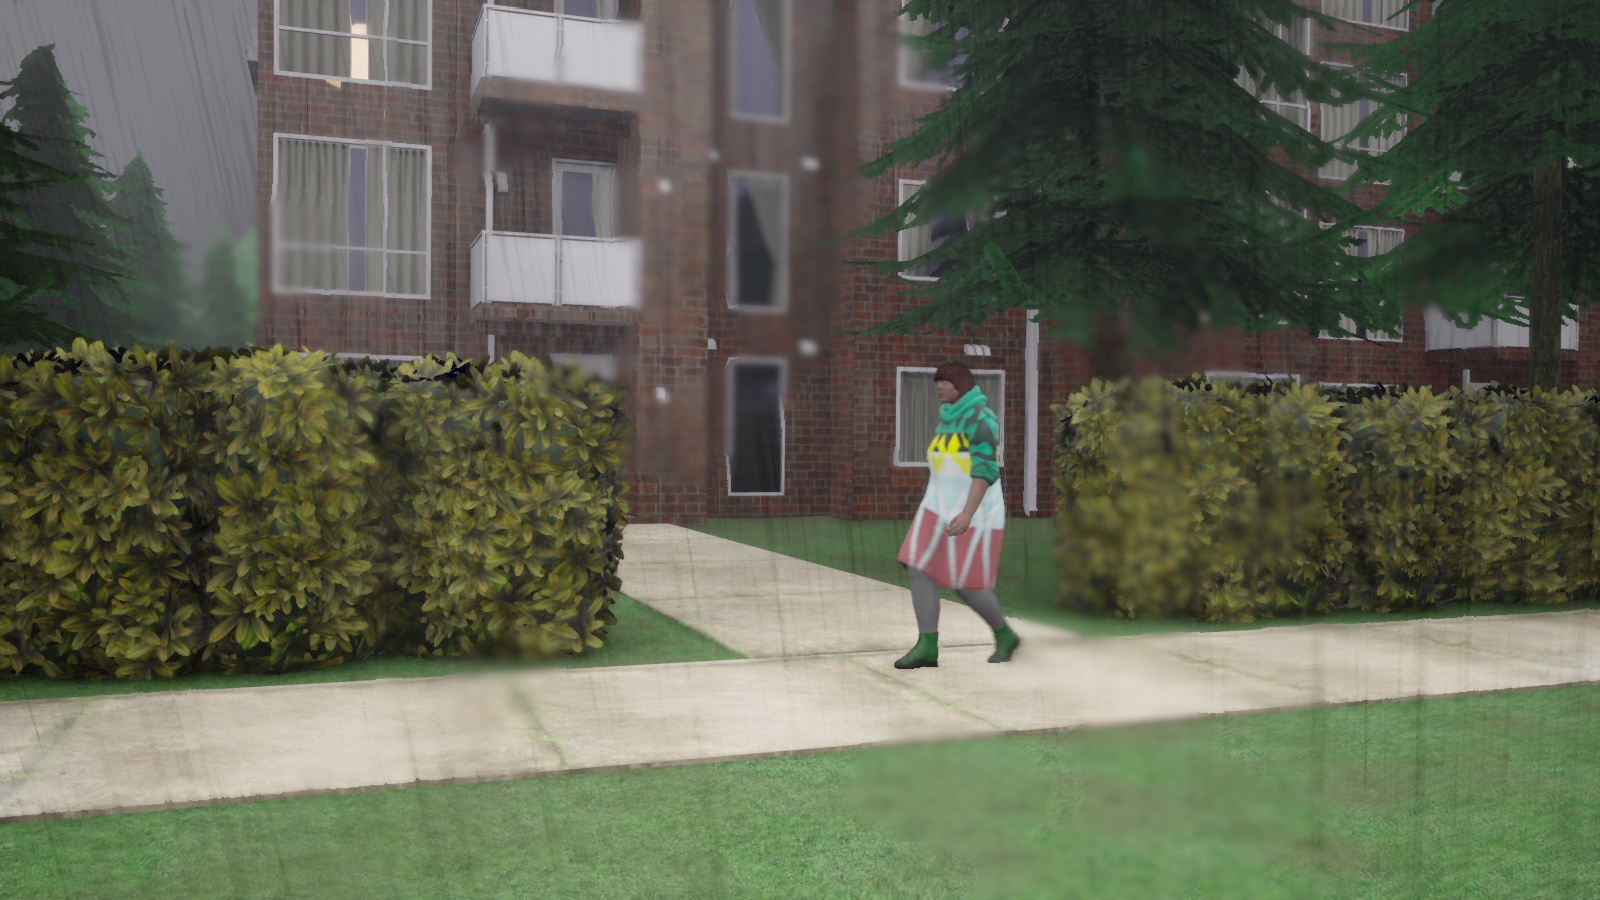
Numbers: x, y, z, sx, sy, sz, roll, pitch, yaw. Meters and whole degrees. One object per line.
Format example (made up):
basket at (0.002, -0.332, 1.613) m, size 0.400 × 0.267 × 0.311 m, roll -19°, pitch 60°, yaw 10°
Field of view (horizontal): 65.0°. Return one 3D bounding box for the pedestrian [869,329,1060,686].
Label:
pedestrian at (0.958, 0.307, 7.359) m, size 0.873 × 1.952 × 0.659 m, roll -1°, pitch 1°, yaw -25°
